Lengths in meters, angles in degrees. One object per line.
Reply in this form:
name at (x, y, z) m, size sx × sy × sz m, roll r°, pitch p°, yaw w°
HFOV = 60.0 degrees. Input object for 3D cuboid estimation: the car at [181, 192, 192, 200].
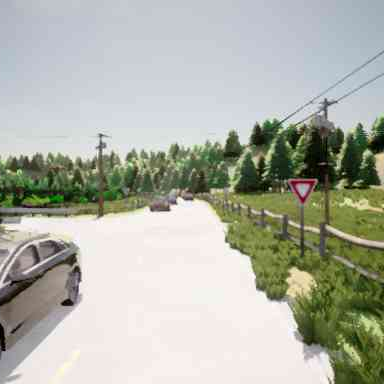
car at (-1.342, 0.876, 79.574) m, size 2.097 × 1.767 × 4.553 m, roll 0°, pitch 0°, yaw -6°

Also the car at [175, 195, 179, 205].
car at (-3.341, 1.162, 52.552) m, size 2.097 × 1.767 × 4.553 m, roll 0°, pitch 0°, yaw 0°

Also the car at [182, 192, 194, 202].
car at (-0.606, 1.216, 69.552) m, size 1.837 × 1.490 × 4.892 m, roll 0°, pitch 0°, yaw -4°

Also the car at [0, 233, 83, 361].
car at (-3.216, 1.492, 5.207) m, size 2.128 × 1.511 × 4.902 m, roll 0°, pitch 0°, yaw 0°

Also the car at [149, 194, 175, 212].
car at (-3.394, 1.228, 36.501) m, size 2.097 × 1.767 × 4.553 m, roll 0°, pitch 0°, yaw 1°

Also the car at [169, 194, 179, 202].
car at (-3.660, 1.234, 66.726) m, size 1.882 × 1.535 × 5.008 m, roll 0°, pitch 0°, yaw -2°
